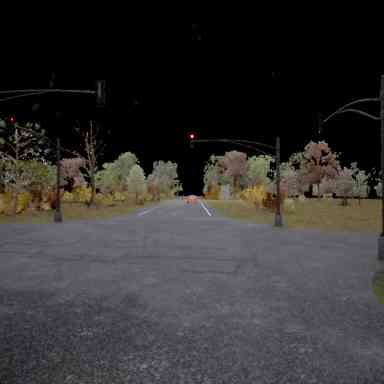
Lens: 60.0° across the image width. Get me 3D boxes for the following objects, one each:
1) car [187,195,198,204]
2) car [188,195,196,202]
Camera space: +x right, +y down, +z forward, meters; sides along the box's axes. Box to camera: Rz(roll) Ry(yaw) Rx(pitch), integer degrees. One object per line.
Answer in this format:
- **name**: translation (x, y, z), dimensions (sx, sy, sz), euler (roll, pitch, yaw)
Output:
- **car**: translation (0.094, 1.424, 67.921), dimensions (2.097, 1.767, 4.553), euler (0, 0, 0)
- **car**: translation (0.107, 1.450, 77.956), dimensions (1.812, 1.442, 4.674), euler (0, 0, 0)
